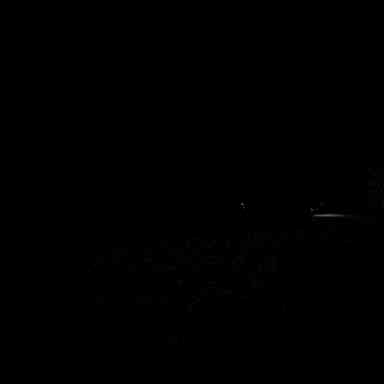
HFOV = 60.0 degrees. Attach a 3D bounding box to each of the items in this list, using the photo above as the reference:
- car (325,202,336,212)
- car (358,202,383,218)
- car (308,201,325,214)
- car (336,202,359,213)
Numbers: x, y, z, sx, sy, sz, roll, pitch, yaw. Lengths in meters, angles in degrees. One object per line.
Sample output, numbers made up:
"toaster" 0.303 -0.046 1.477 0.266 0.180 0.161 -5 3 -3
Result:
"car" 15.944 1.795 42.433 1.752 1.417 4.829 0 0 -36
"car" 17.889 1.707 29.611 1.895 1.301 4.718 1 -1 -37
"car" 12.035 1.710 37.682 1.837 1.490 4.892 1 -1 -36
"car" 19.334 1.757 37.734 1.887 1.381 4.507 0 0 -36
